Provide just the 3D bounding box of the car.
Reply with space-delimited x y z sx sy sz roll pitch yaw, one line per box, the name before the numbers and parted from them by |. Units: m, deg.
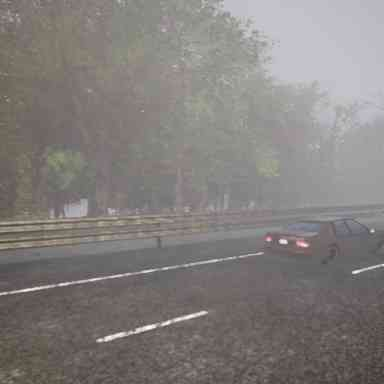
car | 4.801 1.552 11.532 5.357 1.411 2.033 0 0 -36
